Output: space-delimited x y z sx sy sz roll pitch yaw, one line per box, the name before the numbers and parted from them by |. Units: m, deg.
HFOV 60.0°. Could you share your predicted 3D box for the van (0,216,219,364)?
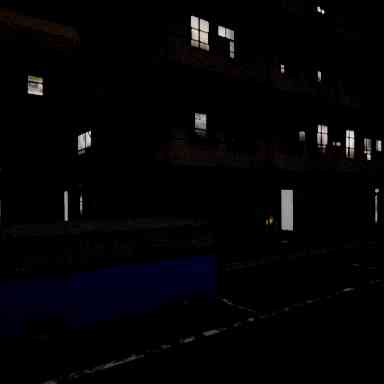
van | -1.431 1.341 5.550 3.998 1.788 1.690 0 0 -35
